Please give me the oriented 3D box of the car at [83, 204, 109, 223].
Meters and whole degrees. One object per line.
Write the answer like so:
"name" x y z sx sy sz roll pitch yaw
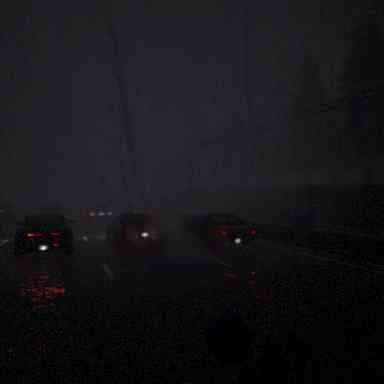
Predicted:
"car" -7.449 1.627 26.227 2.033 1.411 5.357 0 0 -22

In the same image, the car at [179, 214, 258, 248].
"car" 0.968 1.628 15.169 1.895 1.301 4.718 0 0 -22

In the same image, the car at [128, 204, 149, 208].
"car" -4.800 1.677 29.006 1.895 1.301 4.718 0 0 -22

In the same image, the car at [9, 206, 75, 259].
"car" -5.734 1.552 13.065 1.837 1.490 4.892 0 0 -22

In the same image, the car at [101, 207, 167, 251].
"car" -2.558 1.603 14.547 1.994 1.385 4.181 0 0 -22

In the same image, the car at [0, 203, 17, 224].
"car" -14.724 1.595 25.534 2.128 1.511 4.902 0 0 -22

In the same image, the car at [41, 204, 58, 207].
"car" -11.556 1.660 27.038 1.994 1.385 4.181 0 0 -22
